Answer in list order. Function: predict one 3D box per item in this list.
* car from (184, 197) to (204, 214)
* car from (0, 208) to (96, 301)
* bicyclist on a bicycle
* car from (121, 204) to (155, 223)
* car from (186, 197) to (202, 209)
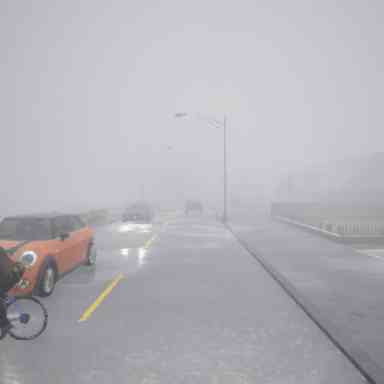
[{"bbox_3d":[0.228,1.505,36.036,1.837,1.490,4.892,0,0,0],"label":"car"},{"bbox_3d":[-4.062,1.355,8.511,2.097,1.767,4.553,0,0,0],"label":"car"},{"bbox_3d":[-3.000,1.454,4.993,1.656,1.620,0.582,-2,0,0],"label":"bicyclist on a bicycle"},{"bbox_3d":[-3.977,1.565,25.083,1.994,1.385,4.181,0,0,0],"label":"car"},{"bbox_3d":[0.249,1.491,46.075,2.128,1.511,4.902,0,0,1],"label":"car"}]
